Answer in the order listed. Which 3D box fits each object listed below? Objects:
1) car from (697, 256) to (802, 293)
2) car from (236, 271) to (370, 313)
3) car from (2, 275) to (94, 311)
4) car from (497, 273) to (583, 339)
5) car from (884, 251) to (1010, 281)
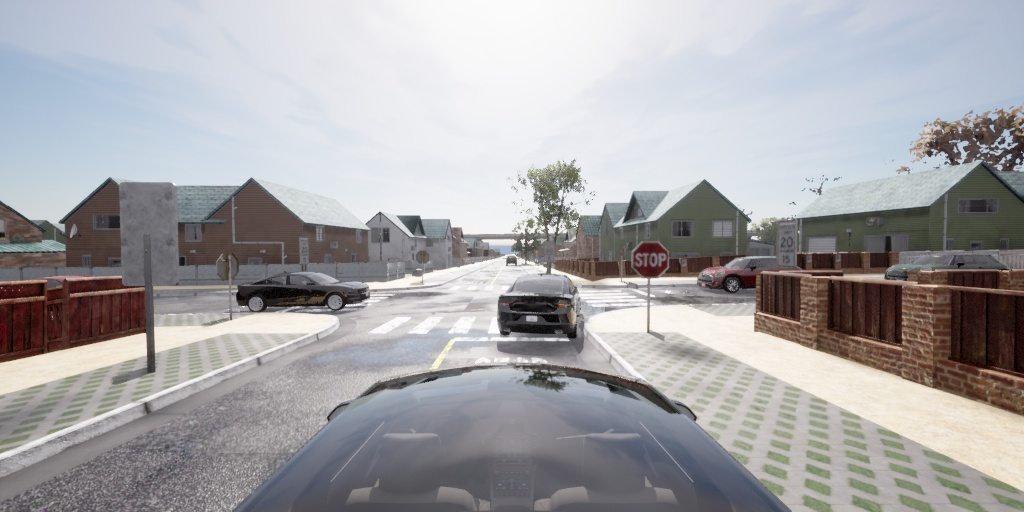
[{"bbox_3d":[11.786,0.820,17.902,4.553,1.767,2.097,-1,2,0],"label":"car"},{"bbox_3d":[-8.485,1.376,14.793,5.008,1.535,1.882,-1,2,0],"label":"car"},{"bbox_3d":[-18.038,1.546,14.719,5.008,1.535,1.882,-1,2,0],"label":"car"},{"bbox_3d":[0.947,1.224,10.279,1.882,1.535,5.008,0,0,12],"label":"car"},{"bbox_3d":[21.681,0.646,17.986,4.553,1.767,2.097,-1,2,0],"label":"car"}]
